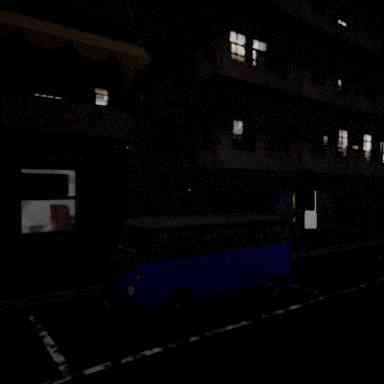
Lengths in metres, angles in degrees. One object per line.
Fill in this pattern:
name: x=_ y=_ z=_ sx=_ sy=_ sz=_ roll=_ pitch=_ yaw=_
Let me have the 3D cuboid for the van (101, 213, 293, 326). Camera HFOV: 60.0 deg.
van: x=0.287 y=1.350 z=6.773 sx=3.998 sy=1.788 sz=1.690 roll=0 pitch=-1 yaw=-35
